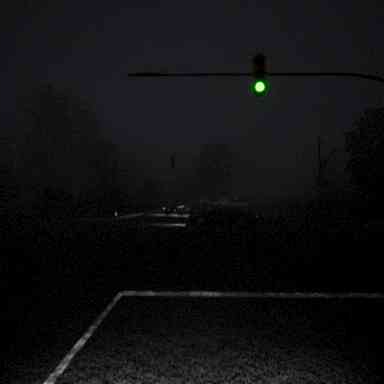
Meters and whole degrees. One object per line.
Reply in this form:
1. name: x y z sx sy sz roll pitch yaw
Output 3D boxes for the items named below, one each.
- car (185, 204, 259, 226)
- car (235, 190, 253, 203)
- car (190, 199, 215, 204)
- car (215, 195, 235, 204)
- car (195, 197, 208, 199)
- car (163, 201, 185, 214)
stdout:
1. car: 2.356 1.824 25.370 5.357 1.411 2.033 0 -1 2
2. car: 9.910 0.838 63.479 2.150 2.045 5.566 0 4 27
3. car: 1.050 1.937 40.165 1.994 1.385 4.181 0 0 15
4. car: 4.821 1.686 51.864 1.812 1.442 4.674 0 2 21
5. car: 1.243 1.550 52.227 2.097 1.767 4.553 0 1 21
6. car: -2.155 1.882 41.691 1.837 1.490 4.892 0 0 16
